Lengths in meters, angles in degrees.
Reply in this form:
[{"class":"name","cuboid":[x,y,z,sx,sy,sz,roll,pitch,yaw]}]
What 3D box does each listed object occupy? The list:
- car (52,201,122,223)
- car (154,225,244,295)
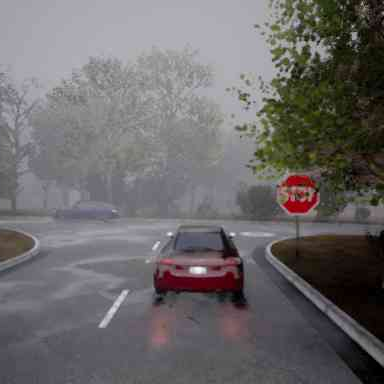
[{"class":"car","cuboid":[-7.209,1.360,23.053,4.674,1.442,1.812,1,-1,0]},{"class":"car","cuboid":[0.235,1.552,8.748,1.994,1.385,4.181,0,0,3]}]
